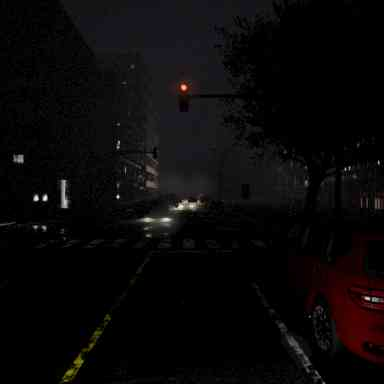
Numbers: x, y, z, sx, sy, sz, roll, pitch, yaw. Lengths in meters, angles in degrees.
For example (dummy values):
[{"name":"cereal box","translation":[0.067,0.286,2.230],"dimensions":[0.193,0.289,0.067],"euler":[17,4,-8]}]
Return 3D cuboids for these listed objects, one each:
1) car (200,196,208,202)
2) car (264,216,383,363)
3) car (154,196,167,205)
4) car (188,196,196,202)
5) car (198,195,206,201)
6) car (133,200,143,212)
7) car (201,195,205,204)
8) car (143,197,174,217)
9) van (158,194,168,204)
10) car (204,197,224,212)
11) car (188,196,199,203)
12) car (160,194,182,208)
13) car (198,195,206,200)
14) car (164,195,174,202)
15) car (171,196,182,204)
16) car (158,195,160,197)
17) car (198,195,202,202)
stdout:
[{"name":"car","translation":[2.704,1.584,77.139],"dimensions":[1.752,1.417,4.829],"euler":[0,0,0]},{"name":"car","translation":[2.694,1.315,5.852],"dimensions":[2.192,1.841,5.009],"euler":[0,0,0]},{"name":"car","translation":[-5.679,1.476,60.372],"dimensions":[1.967,1.590,4.097],"euler":[0,0,0]},{"name":"car","translation":[0.015,1.657,79.320],"dimensions":[1.895,1.301,4.718],"euler":[0,0,0]},{"name":"car","translation":[2.705,1.621,88.034],"dimensions":[1.887,1.381,4.507],"euler":[0,0,0]},{"name":"car","translation":[-5.682,1.563,38.241],"dimensions":[2.008,1.369,4.403],"euler":[0,0,0]},{"name":"car","translation":[2.699,1.548,49.475],"dimensions":[1.752,1.417,4.829],"euler":[0,0,0]},{"name":"car","translation":[-3.093,1.485,31.605],"dimensions":[1.882,1.535,5.008],"euler":[0,0,0]},{"name":"van","translation":[-5.678,1.384,65.905],"dimensions":[1.690,1.788,3.998],"euler":[0,0,0]},{"name":"car","translation":[2.698,1.557,38.240],"dimensions":[1.887,1.381,4.507],"euler":[0,0,0]},{"name":"car","translation":[0.115,1.612,69.419],"dimensions":[1.994,1.385,4.181],"euler":[0,0,0]},{"name":"car","translation":[-3.086,1.246,49.290],"dimensions":[2.150,2.045,5.566],"euler":[0,0,0]},{"name":"car","translation":[2.706,1.638,93.567],"dimensions":[2.008,1.369,4.403],"euler":[0,0,0]},{"name":"car","translation":[-5.676,1.507,82.503],"dimensions":[1.967,1.590,4.097],"euler":[0,0,0]},{"name":"car","translation":[-3.017,1.608,66.189],"dimensions":[1.994,1.385,4.181],"euler":[0,0,1]},{"name":"car","translation":[-5.681,1.573,49.307],"dimensions":[2.008,1.369,4.403],"euler":[0,0,0]},{"name":"car","translation":[2.702,1.625,65.903],"dimensions":[1.802,1.307,4.206],"euler":[0,0,0]}]
